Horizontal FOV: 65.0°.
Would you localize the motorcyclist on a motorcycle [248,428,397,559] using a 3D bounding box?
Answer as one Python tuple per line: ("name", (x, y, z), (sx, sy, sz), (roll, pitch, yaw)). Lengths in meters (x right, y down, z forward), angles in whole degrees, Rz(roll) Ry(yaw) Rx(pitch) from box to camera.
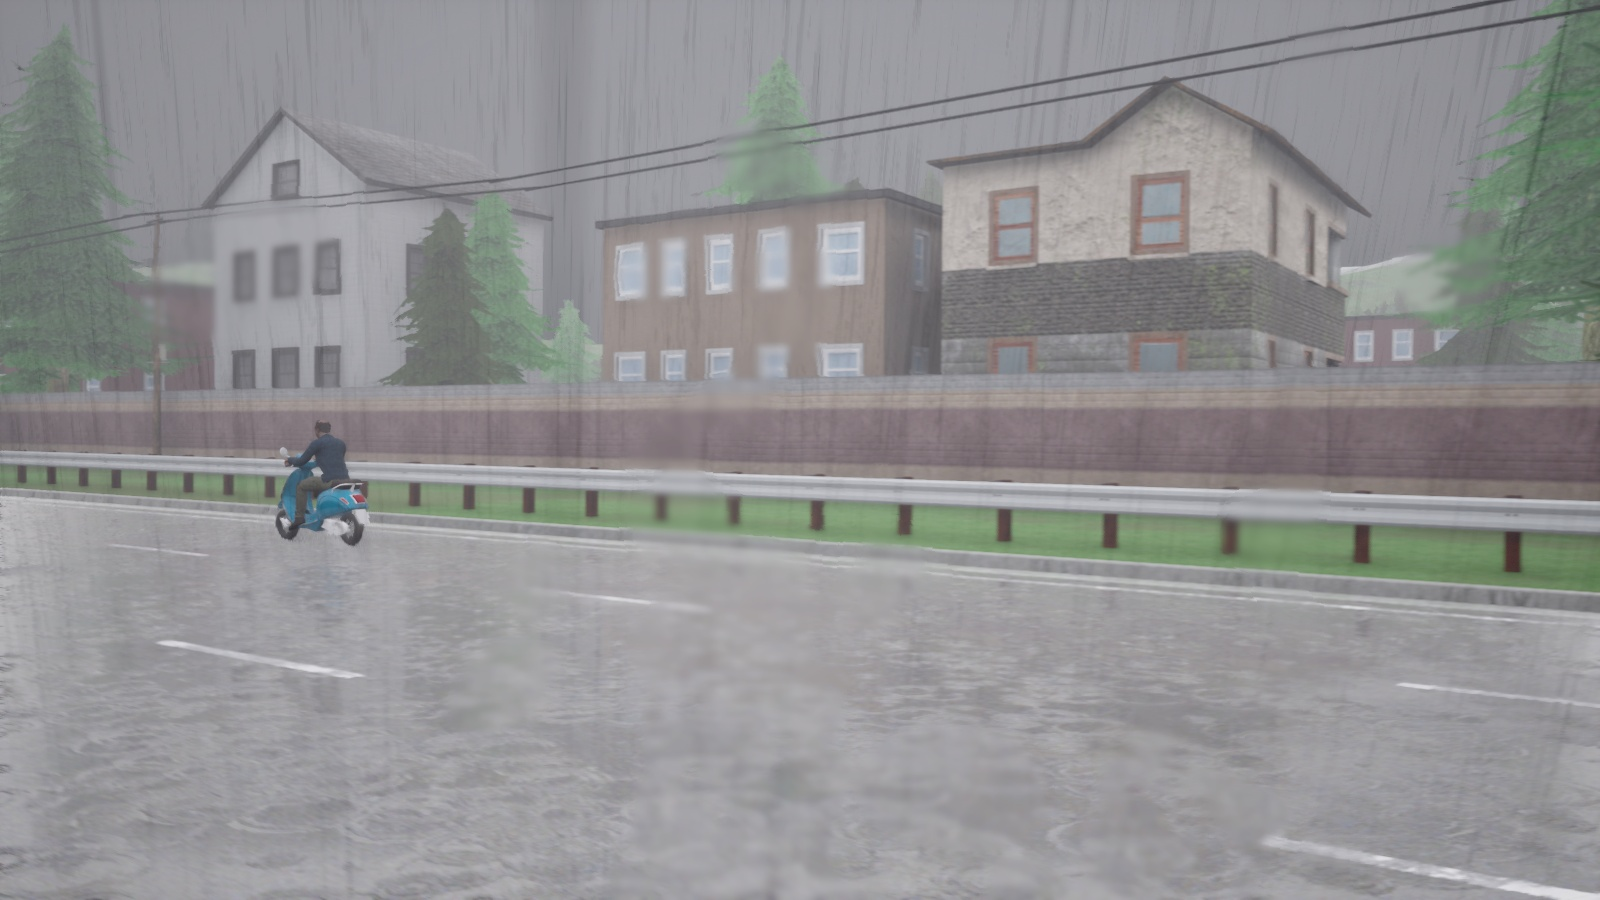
("motorcyclist on a motorcycle", (-6.129, 0.521, 16.098), (1.817, 1.590, 0.866), (0, 1, 34))
